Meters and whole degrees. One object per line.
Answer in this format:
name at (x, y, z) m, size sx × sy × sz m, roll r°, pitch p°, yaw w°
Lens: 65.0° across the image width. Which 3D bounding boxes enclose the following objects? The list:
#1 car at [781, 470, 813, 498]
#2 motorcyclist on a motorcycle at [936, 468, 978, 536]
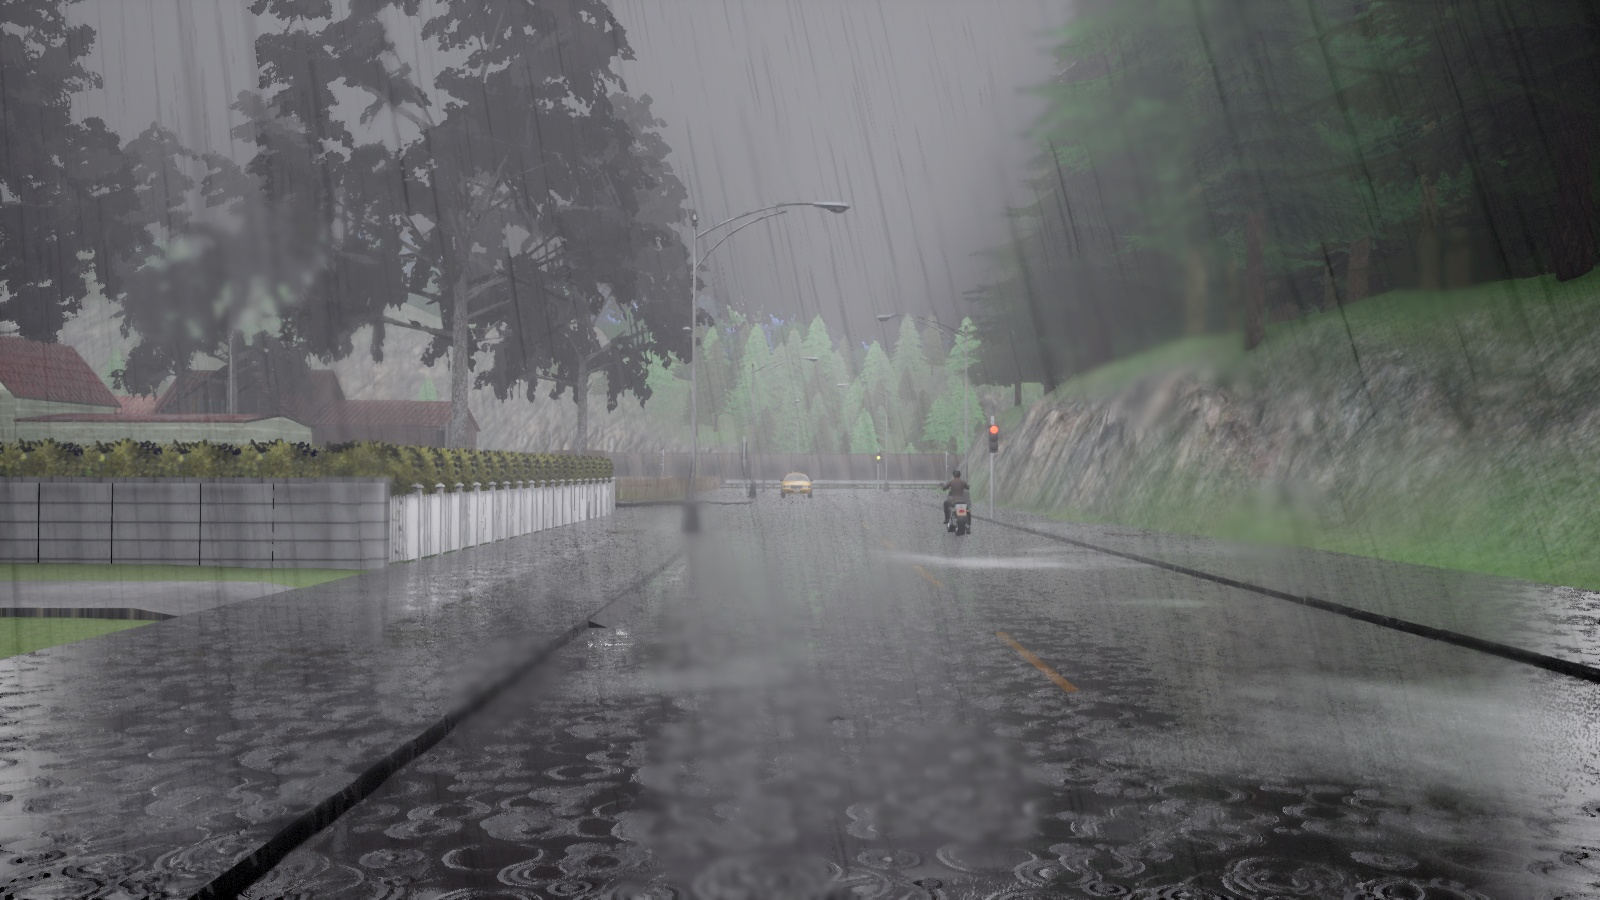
car at (-0.184, 1.989, 73.693) m, size 1.801 × 1.575 × 5.366 m, roll 0°, pitch -1°, yaw 0°
motorcyclist on a motorcycle at (3.921, 1.277, 31.522) m, size 0.766 × 1.649 × 2.350 m, roll 0°, pitch -1°, yaw 0°
